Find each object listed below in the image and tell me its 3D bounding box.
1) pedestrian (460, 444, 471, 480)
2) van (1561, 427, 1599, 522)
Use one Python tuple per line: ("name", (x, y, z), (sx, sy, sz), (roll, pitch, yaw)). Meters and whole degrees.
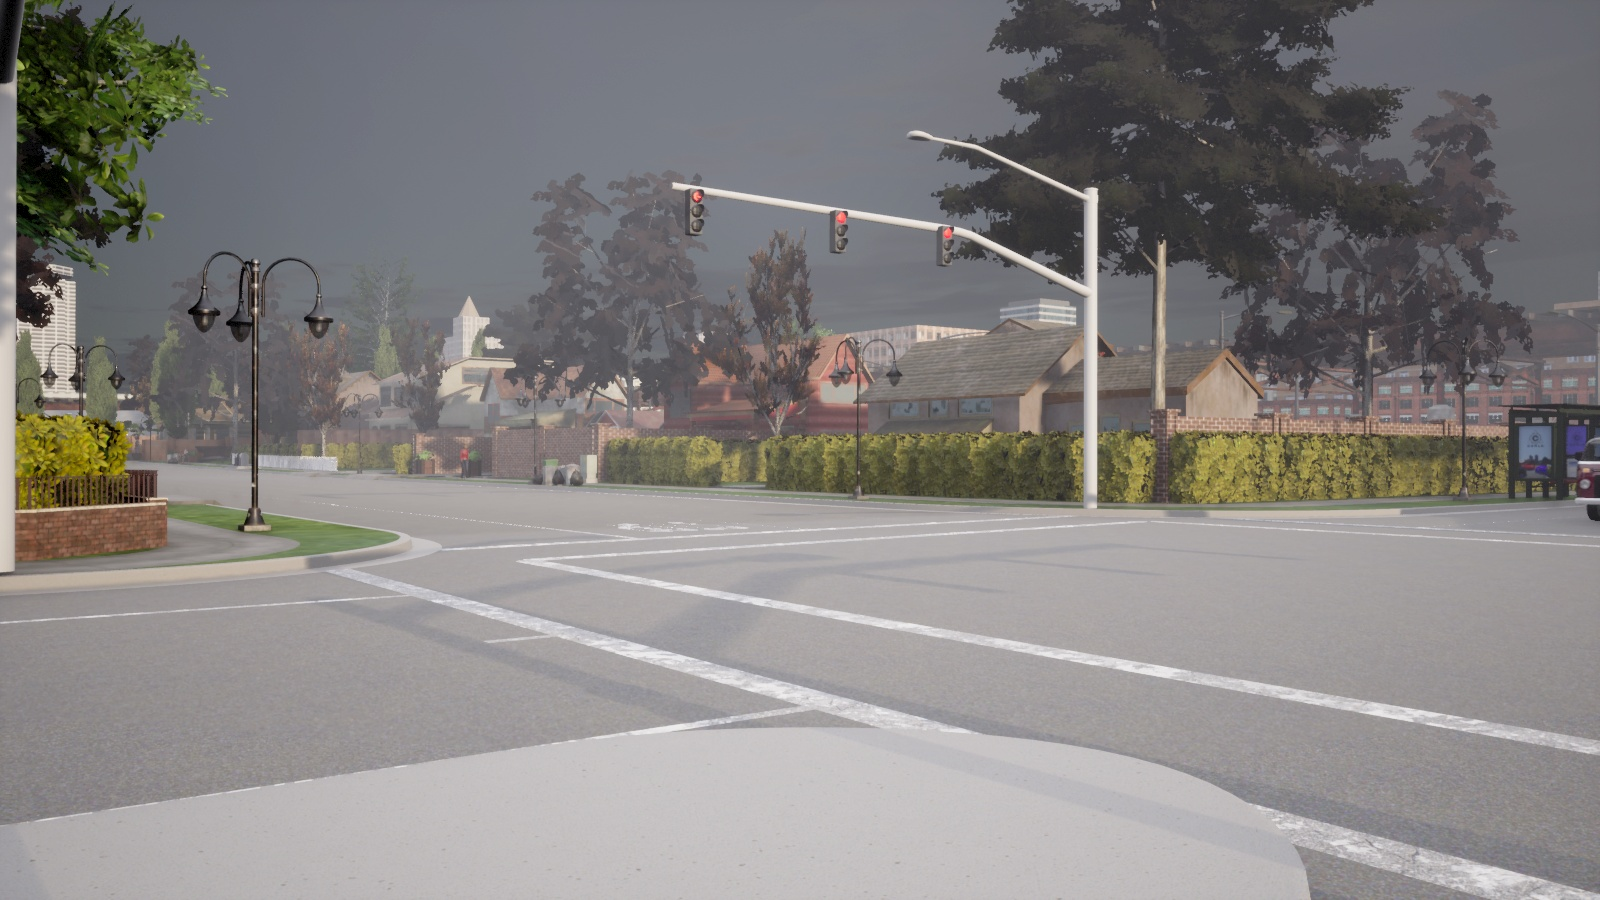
("pedestrian", (-16.970, 0.598, 63.767), (0.331, 1.846, 0.636), (0, 0, -36))
("van", (19.230, 0.489, 28.251), (4.480, 2.038, 2.069), (-1, 1, -37))
